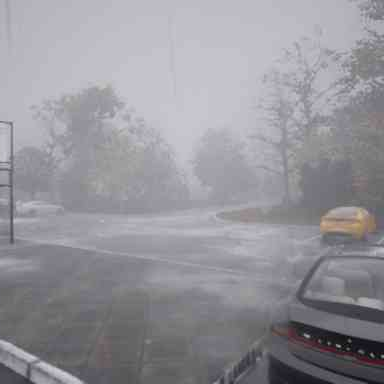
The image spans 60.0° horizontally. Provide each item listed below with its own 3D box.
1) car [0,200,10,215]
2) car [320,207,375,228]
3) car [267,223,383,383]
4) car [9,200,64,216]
[{"bbox_3d":[-17.769,1.584,35.210,2.097,1.535,5.008,0,0,36],"label":"car"},{"bbox_3d":[7.971,1.478,16.821,2.097,1.535,5.008,0,0,36],"label":"car"},{"bbox_3d":[2.622,1.478,4.568,2.231,1.521,4.892,0,0,36],"label":"car"},{"bbox_3d":[-15.211,1.613,33.374,2.002,1.452,4.674,0,0,36],"label":"car"}]
